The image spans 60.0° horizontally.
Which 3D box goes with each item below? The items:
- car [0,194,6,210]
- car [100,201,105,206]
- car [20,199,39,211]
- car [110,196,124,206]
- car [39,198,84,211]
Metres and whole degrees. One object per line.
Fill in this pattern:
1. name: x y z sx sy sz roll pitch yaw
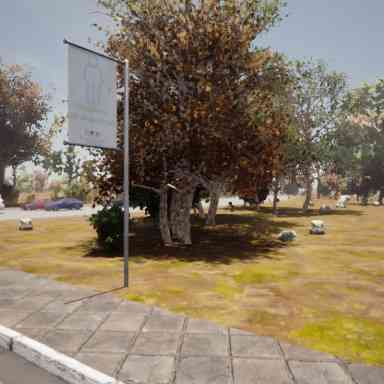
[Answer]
1. car: -21.415 1.221 32.591 2.150 2.045 5.566 0 0 39
2. car: -11.671 1.456 50.614 1.837 1.490 4.892 0 1 37
3. car: -18.958 1.556 41.288 1.994 1.385 4.181 0 0 39
4. car: -9.193 1.556 48.090 1.895 1.301 4.718 0 0 37
5. car: -15.397 1.515 40.152 1.812 1.442 4.674 0 0 38
